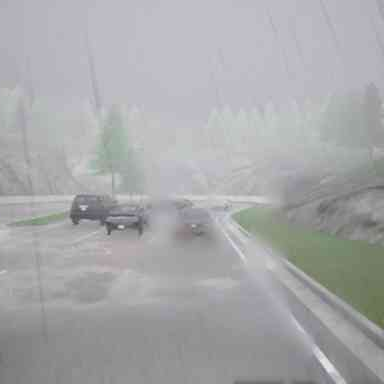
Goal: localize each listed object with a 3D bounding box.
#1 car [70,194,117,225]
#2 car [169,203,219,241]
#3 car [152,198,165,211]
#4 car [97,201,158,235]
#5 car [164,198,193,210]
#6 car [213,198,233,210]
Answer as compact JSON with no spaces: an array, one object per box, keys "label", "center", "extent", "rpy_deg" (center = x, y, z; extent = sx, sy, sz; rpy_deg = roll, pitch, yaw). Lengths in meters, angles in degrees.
[{"label":"car","center":[-6.729,1.170,23.673],"extent":[2.150,2.045,5.566],"rpy_deg":[0,0,2]},{"label":"car","center":[0.109,1.511,16.510],"extent":[2.033,1.411,5.357],"rpy_deg":[0,0,0]},{"label":"car","center":[-3.681,1.459,40.371],"extent":[2.033,1.411,5.357],"rpy_deg":[0,0,17]},{"label":"car","center":[-3.367,1.451,18.412],"extent":[2.128,1.511,4.902],"rpy_deg":[0,0,1]},{"label":"car","center":[-1.084,1.425,36.446],"extent":[1.837,1.490,4.892],"rpy_deg":[0,0,15]},{"label":"car","center":[3.669,1.437,40.499],"extent":[1.812,1.442,4.674],"rpy_deg":[0,0,16]}]
